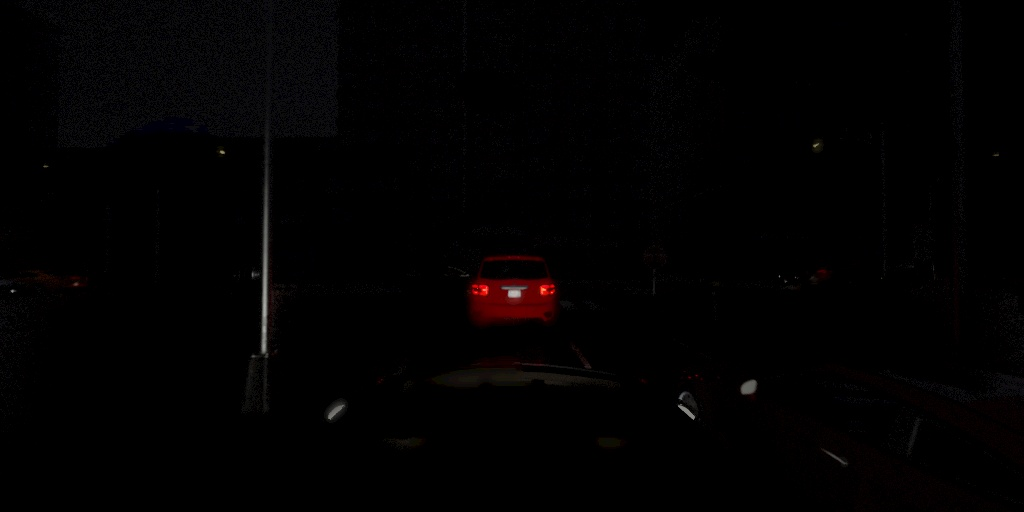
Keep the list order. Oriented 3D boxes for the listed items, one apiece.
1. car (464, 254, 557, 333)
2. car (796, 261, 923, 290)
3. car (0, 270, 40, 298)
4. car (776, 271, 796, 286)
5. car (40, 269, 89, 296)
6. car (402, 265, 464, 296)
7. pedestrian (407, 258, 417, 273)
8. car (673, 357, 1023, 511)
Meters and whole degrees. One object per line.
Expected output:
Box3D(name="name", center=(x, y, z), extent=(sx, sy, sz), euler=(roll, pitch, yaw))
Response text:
Box3D(name="car", center=(0.007, 0.958, 10.898), extent=(2.150, 2.045, 5.566), euler=(0, 0, -1))
Box3D(name="car", center=(18.042, 1.006, 18.475), extent=(5.008, 1.535, 1.882), euler=(0, -1, 0))
Box3D(name="car", center=(-28.167, 1.569, 18.629), extent=(4.674, 1.442, 1.812), euler=(-1, -1, 0))
Box3D(name="car", center=(19.004, 1.119, 21.411), extent=(5.357, 1.411, 2.033), euler=(0, -1, 0))
Box3D(name="car", center=(-28.659, 1.580, 21.576), extent=(5.008, 1.535, 1.882), euler=(-1, -1, 0))
Box3D(name="car", center=(-3.144, 1.232, 18.539), extent=(4.892, 1.490, 1.837), euler=(0, -1, 0))
Box3D(name="pedestrian", center=(-6.836, 1.004, 24.417), extent=(0.375, 1.860, 0.375), euler=(0, 0, 0))
Box3D(name="car", center=(2.638, 1.331, 2.341), extent=(1.802, 1.307, 4.207), euler=(0, 0, 0))
